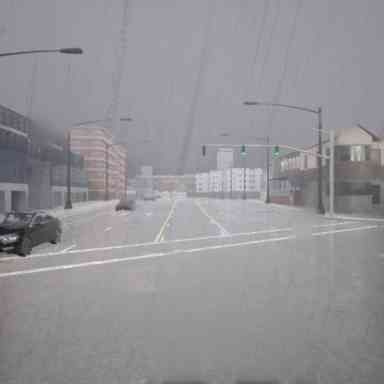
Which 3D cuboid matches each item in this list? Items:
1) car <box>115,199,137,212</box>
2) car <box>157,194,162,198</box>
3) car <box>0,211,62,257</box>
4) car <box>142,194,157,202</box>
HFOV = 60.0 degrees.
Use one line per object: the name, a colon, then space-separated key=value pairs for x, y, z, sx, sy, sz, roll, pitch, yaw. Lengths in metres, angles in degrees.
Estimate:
car: x=-7.470 y=1.505 z=38.131 sx=2.033 sy=1.411 sz=5.357 roll=0 pitch=1 yaw=-2
car: x=-8.922 y=1.087 z=87.656 sx=2.097 sy=1.767 sz=4.553 roll=0 pitch=-1 yaw=-2
car: x=-6.738 y=1.545 z=13.150 sx=2.128 sy=1.511 sz=4.902 roll=0 pitch=0 yaw=-2
car: x=-8.204 y=1.071 z=63.181 sx=1.812 sy=1.442 sz=4.674 roll=0 pitch=0 yaw=-2
